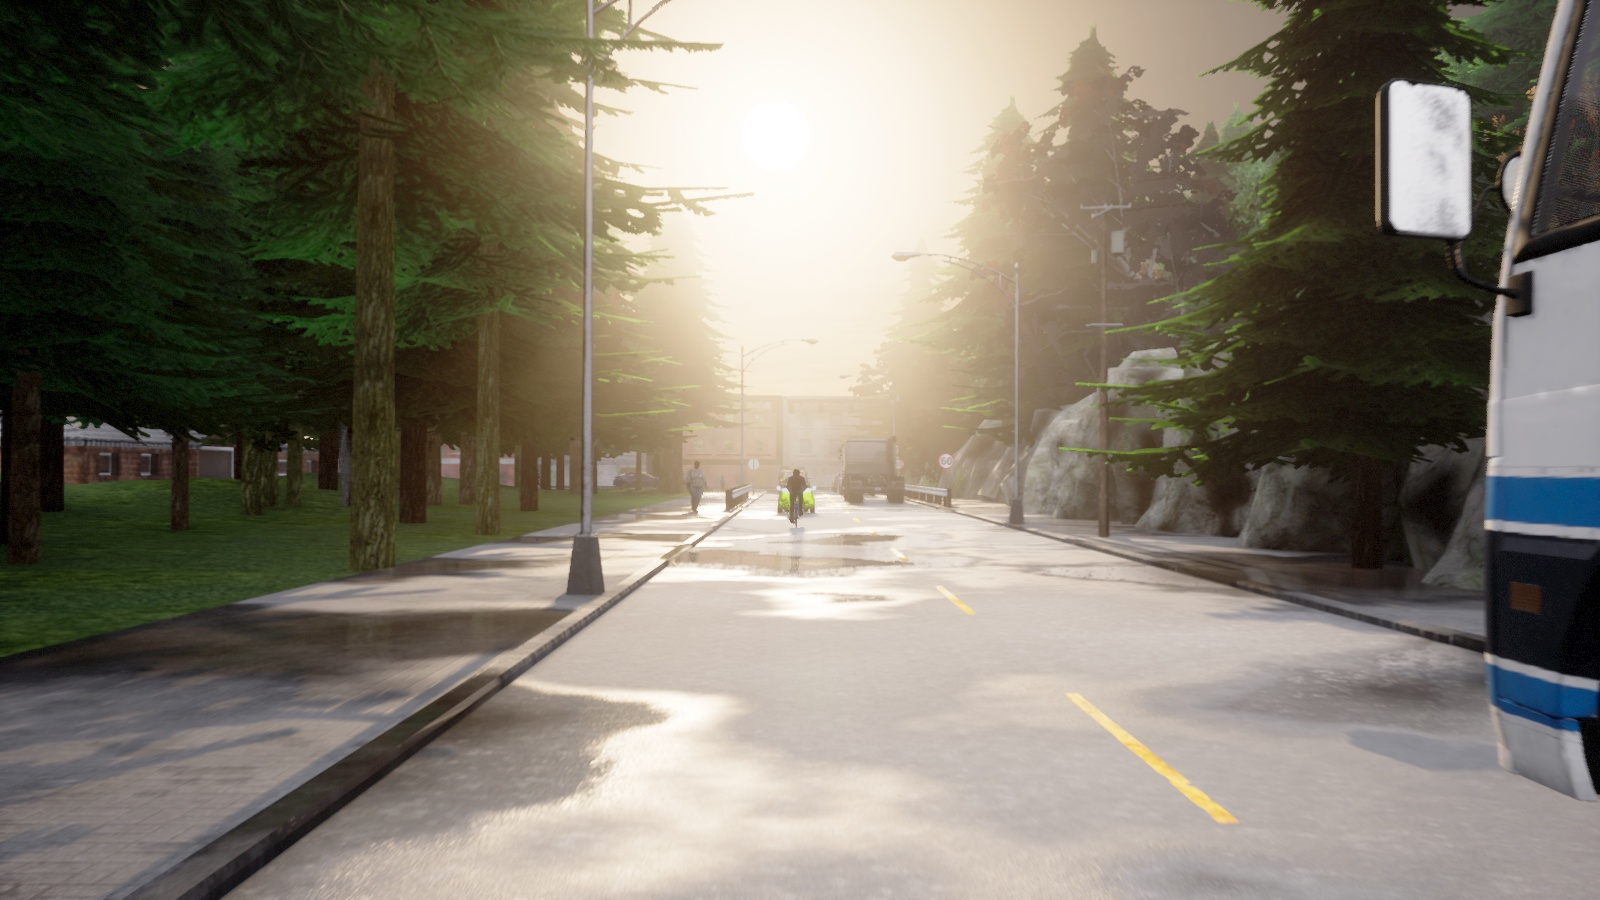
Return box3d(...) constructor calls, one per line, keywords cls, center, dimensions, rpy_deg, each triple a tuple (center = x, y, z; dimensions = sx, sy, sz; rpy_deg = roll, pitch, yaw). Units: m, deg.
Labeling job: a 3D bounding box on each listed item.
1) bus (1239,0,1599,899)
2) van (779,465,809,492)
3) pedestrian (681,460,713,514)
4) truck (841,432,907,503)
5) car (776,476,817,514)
box3d(cls="bus", center=(3.992, -0.568, 0.571), dimensions=(3.944, 4.253, 10.273), rpy_deg=(0, -1, 0))
box3d(cls="van", center=(-0.500, 2.147, 94.265), dimensions=(1.775, 1.987, 4.442), rpy_deg=(0, -1, -7))
box3d(cls="pedestrian", center=(-3.562, 1.264, 43.325), dimensions=(0.874, 1.855, 0.900), rpy_deg=(0, -1, -22))
box3d(cls="truck", center=(3.771, 0.913, 65.433), dimensions=(2.891, 3.462, 7.936), rpy_deg=(0, -1, 0))
box3d(cls="car", center=(-0.119, 1.650, 46.563), dimensions=(1.481, 1.376, 2.207), rpy_deg=(0, -1, 0))
